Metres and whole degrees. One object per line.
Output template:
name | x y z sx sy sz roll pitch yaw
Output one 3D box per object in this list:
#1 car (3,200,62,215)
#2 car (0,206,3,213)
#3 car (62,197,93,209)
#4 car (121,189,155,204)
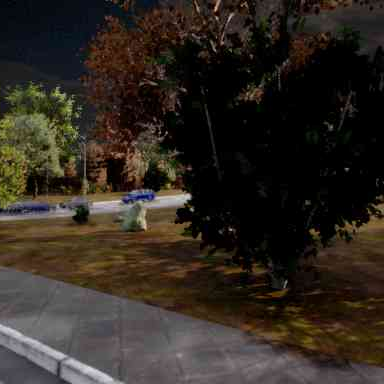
car | -16.449 1.514 34.435 1.812 1.442 4.674 0 1 39
car | -21.024 1.534 34.692 2.128 1.511 4.902 0 1 39
car | -14.757 1.385 42.416 1.994 1.385 4.181 0 2 38
car | -8.105 0.628 50.583 2.150 2.045 5.566 0 3 40
